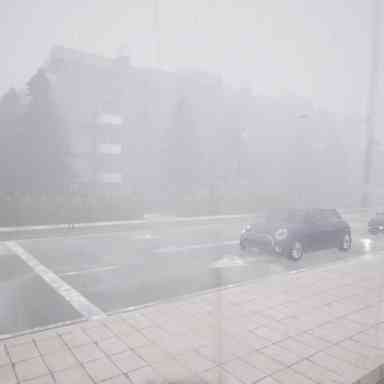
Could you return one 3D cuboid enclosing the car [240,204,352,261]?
[{"bbox_3d":[3.920,1.352,12.406,4.553,1.767,2.097,0,0,-36],"label":"car"}]

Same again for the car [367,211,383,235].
[{"bbox_3d":[11.233,1.505,17.711,4.892,1.490,1.837,0,0,-36],"label":"car"}]
